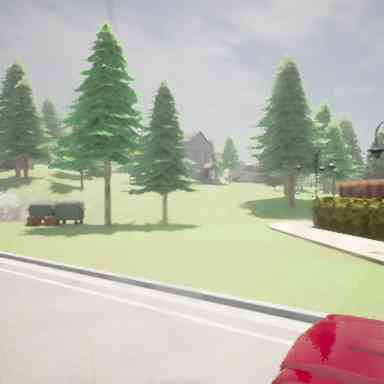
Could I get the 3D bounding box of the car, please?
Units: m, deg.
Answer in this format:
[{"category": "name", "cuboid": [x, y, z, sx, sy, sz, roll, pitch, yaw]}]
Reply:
[{"category": "car", "cuboid": [2.854, 1.587, 1.954, 4.718, 1.301, 1.895, -1, 0, 36]}]
